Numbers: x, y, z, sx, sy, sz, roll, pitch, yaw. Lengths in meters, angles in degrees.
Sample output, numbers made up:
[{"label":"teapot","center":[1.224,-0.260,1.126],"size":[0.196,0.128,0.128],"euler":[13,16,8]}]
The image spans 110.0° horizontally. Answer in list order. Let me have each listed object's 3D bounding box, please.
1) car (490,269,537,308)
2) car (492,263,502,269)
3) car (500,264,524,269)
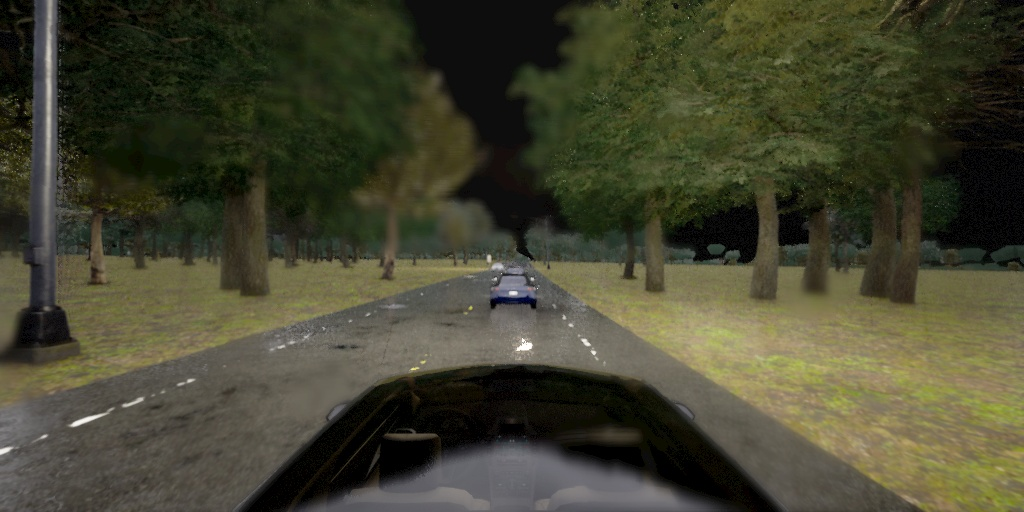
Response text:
[{"label":"car","center":[0.080,1.455,16.125],"size":[1.994,1.385,4.181],"euler":[0,-1,1]},{"label":"car","center":[-2.291,1.877,58.979],"size":[1.812,1.442,4.674],"euler":[0,-1,3]},{"label":"car","center":[0.320,1.588,30.806],"size":[2.033,1.411,5.357],"euler":[0,-1,1]}]
